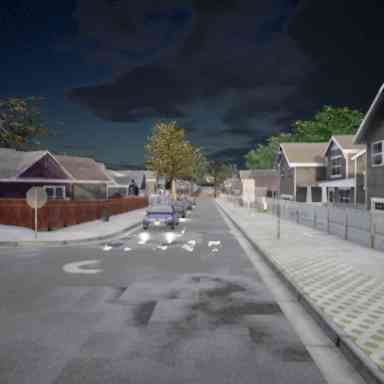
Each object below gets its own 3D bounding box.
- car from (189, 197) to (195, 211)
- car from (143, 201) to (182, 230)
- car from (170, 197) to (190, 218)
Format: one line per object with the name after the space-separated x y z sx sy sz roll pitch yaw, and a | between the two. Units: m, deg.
-0.993 1.569 40.995 1.994 1.385 4.181 0 0 2 | car
-1.869 1.514 21.134 1.812 1.442 4.674 0 0 3 | car
-1.463 1.499 30.344 1.837 1.490 4.892 0 0 3 | car
